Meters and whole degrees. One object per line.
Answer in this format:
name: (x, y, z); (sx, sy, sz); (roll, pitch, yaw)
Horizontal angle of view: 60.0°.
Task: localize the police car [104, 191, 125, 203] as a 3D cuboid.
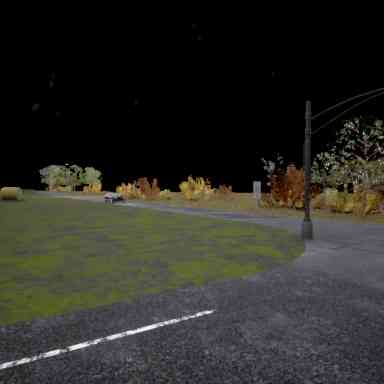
police car: (-11.604, 0.744, 49.757); (1.930, 1.638, 5.238); (1, 0, -32)
